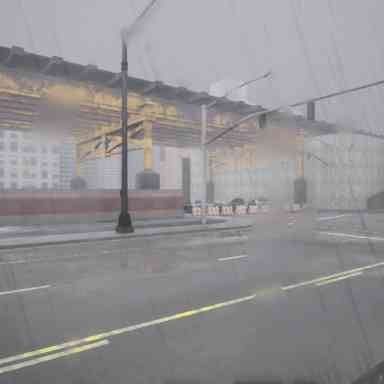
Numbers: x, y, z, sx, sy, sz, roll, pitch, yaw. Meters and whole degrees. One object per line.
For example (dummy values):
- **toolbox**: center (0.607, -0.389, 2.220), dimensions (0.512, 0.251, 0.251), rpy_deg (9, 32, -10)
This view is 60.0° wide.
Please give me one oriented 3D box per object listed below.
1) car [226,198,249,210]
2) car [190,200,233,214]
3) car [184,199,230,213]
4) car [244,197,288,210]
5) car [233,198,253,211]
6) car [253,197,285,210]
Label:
- **car**: center (5.284, 1.295, 37.990), dimensions (1.853, 1.218, 4.536), rpy_deg (0, 0, 18)
- **car**: center (1.523, 1.452, 35.256), dimensions (4.974, 1.542, 2.038), rpy_deg (0, 0, 8)
- **car**: center (1.472, 1.295, 35.263), dimensions (4.536, 1.218, 1.853), rpy_deg (0, 0, 8)
- **car**: center (9.179, 1.452, 41.700), dimensions (4.974, 1.542, 2.038), rpy_deg (0, 0, -7)
- **car**: center (5.268, 1.452, 37.940), dimensions (2.038, 1.542, 4.974), rpy_deg (0, 0, 18)
- **car**: center (9.128, 1.295, 41.693), dimensions (4.536, 1.218, 1.853), rpy_deg (0, 0, -7)
